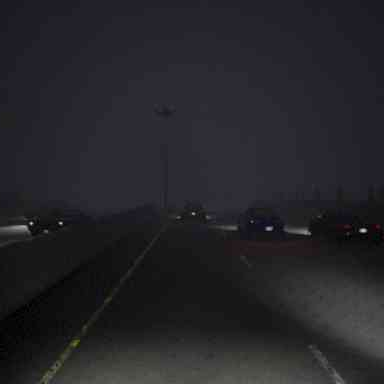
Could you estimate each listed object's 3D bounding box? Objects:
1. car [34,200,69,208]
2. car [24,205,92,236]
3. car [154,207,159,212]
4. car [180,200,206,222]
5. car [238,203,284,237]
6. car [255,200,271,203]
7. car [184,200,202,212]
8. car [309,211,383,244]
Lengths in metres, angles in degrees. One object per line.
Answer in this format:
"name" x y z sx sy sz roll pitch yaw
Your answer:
"car" -10.597 1.570 24.583 1.994 1.385 4.181 0 0 0
"car" -7.100 1.605 18.315 1.895 1.301 4.718 0 0 0
"car" -7.009 3.491 61.107 2.033 1.411 5.357 0 -7 0
"car" 0.095 1.571 26.389 1.994 1.385 4.181 0 0 0
"car" 3.597 1.531 17.816 1.812 1.442 4.674 0 0 0
"car" 7.095 1.553 33.555 1.812 1.442 4.674 0 -1 0
"car" 0.094 1.826 42.988 2.163 1.488 4.792 0 -3 0
"car" 7.098 1.569 15.800 1.994 1.385 4.181 0 0 0
